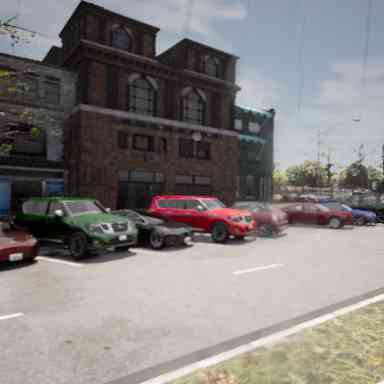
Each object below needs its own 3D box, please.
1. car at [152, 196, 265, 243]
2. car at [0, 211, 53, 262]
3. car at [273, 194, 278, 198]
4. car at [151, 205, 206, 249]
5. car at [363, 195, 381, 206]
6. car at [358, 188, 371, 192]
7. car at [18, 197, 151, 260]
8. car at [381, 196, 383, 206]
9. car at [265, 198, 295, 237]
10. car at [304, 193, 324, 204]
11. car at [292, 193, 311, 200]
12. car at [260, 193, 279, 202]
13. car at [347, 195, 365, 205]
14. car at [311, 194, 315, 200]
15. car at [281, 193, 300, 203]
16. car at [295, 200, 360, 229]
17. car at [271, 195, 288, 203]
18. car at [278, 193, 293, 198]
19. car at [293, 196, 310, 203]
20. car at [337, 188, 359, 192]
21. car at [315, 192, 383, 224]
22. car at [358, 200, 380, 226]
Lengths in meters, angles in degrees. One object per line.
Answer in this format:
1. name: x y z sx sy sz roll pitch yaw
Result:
1. car: 0.323 1.213 16.165 5.566 2.045 2.435 -1 -1 35
2. car: -7.026 1.495 10.932 4.792 1.488 2.163 -1 -1 35
3. car: 14.588 1.130 56.480 1.946 1.575 5.366 0 -1 35
4. car: -2.128 1.494 14.418 4.792 1.488 2.163 -1 -1 35
5. car: 32.519 1.511 59.991 2.185 1.767 4.553 1 -2 35
6. car: 34.686 -0.029 68.938 2.097 1.767 4.553 2 3 -34
7. car: -4.579 1.214 12.681 5.566 2.045 2.435 -1 -1 35
8. car: 34.259 1.638 57.530 2.231 1.521 4.892 1 -2 35
9. car: 2.773 1.339 17.891 4.553 1.767 2.185 -1 -1 35
10. car: 25.653 1.389 69.936 2.435 2.045 5.566 1 -2 35
11. car: 17.849 1.129 51.455 2.231 1.521 4.892 0 -1 35
12. car: 18.767 1.392 79.880 2.435 2.045 5.566 1 -2 35
13. car: 30.840 1.514 62.525 2.185 1.767 4.553 1 -2 35
14. car: 19.535 1.168 49.024 2.002 1.452 4.674 1 0 35
15. car: 22.247 1.393 74.957 2.435 2.045 5.566 1 -2 35
16. car: 7.668 1.464 21.392 5.008 1.535 2.097 -1 -1 35
17. car: 20.484 1.644 77.411 2.231 1.521 4.892 1 -2 35
18. car: 16.152 1.003 53.869 2.185 1.767 4.553 0 -1 35
19. car: 23.920 1.670 72.414 2.163 1.488 4.792 1 -2 35
20. car: 21.213 0.875 46.567 2.435 2.045 5.566 1 0 35
21. car: 12.578 1.201 24.885 5.566 2.045 2.435 -1 0 35
22. car: 10.142 1.501 23.133 4.674 1.452 2.002 -1 -1 35
